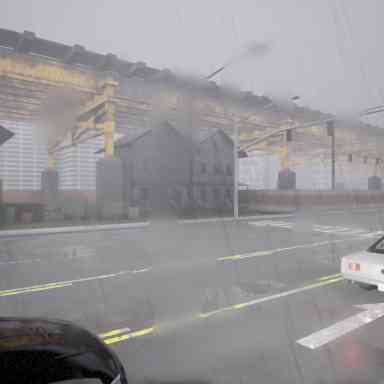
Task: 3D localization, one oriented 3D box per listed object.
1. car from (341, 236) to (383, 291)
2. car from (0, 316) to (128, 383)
[{"bbox_3d":[5.616,1.601,7.776,4.718,1.301,1.895,0,0,-35],"label":"car"},{"bbox_3d":[-2.739,1.492,1.793,4.902,1.511,2.128,0,0,-35],"label":"car"}]
